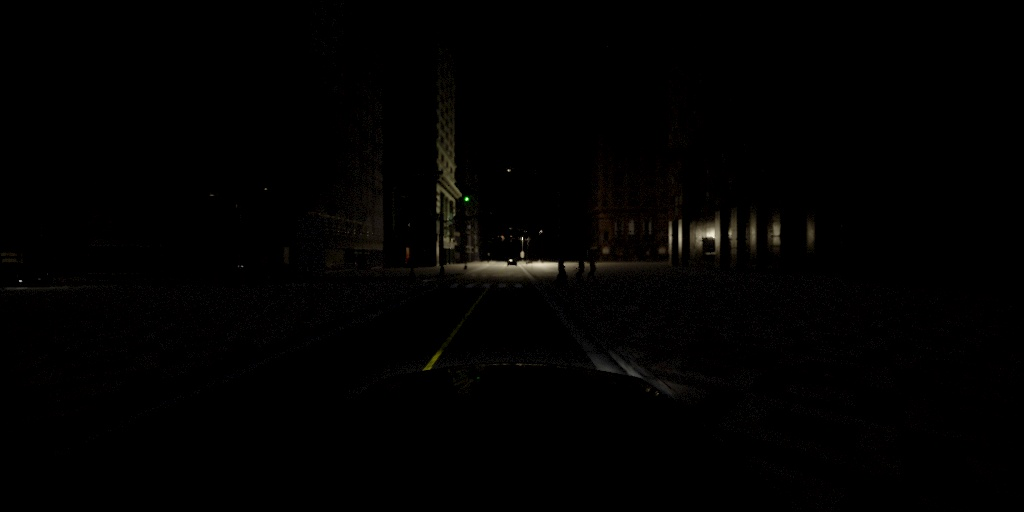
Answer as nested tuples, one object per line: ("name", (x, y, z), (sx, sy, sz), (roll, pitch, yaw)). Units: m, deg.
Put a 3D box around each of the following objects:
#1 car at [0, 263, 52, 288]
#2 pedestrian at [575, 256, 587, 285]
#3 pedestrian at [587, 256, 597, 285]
("car", (-40.232, 1.538, 28.408), (5.566, 2.045, 2.150), (-1, 0, 0))
("pedestrian", (4.159, 0.868, 21.784), (0.375, 1.860, 0.375), (0, 0, 0))
("pedestrian", (4.941, 0.861, 22.383), (0.375, 1.860, 0.375), (0, 0, 0))
